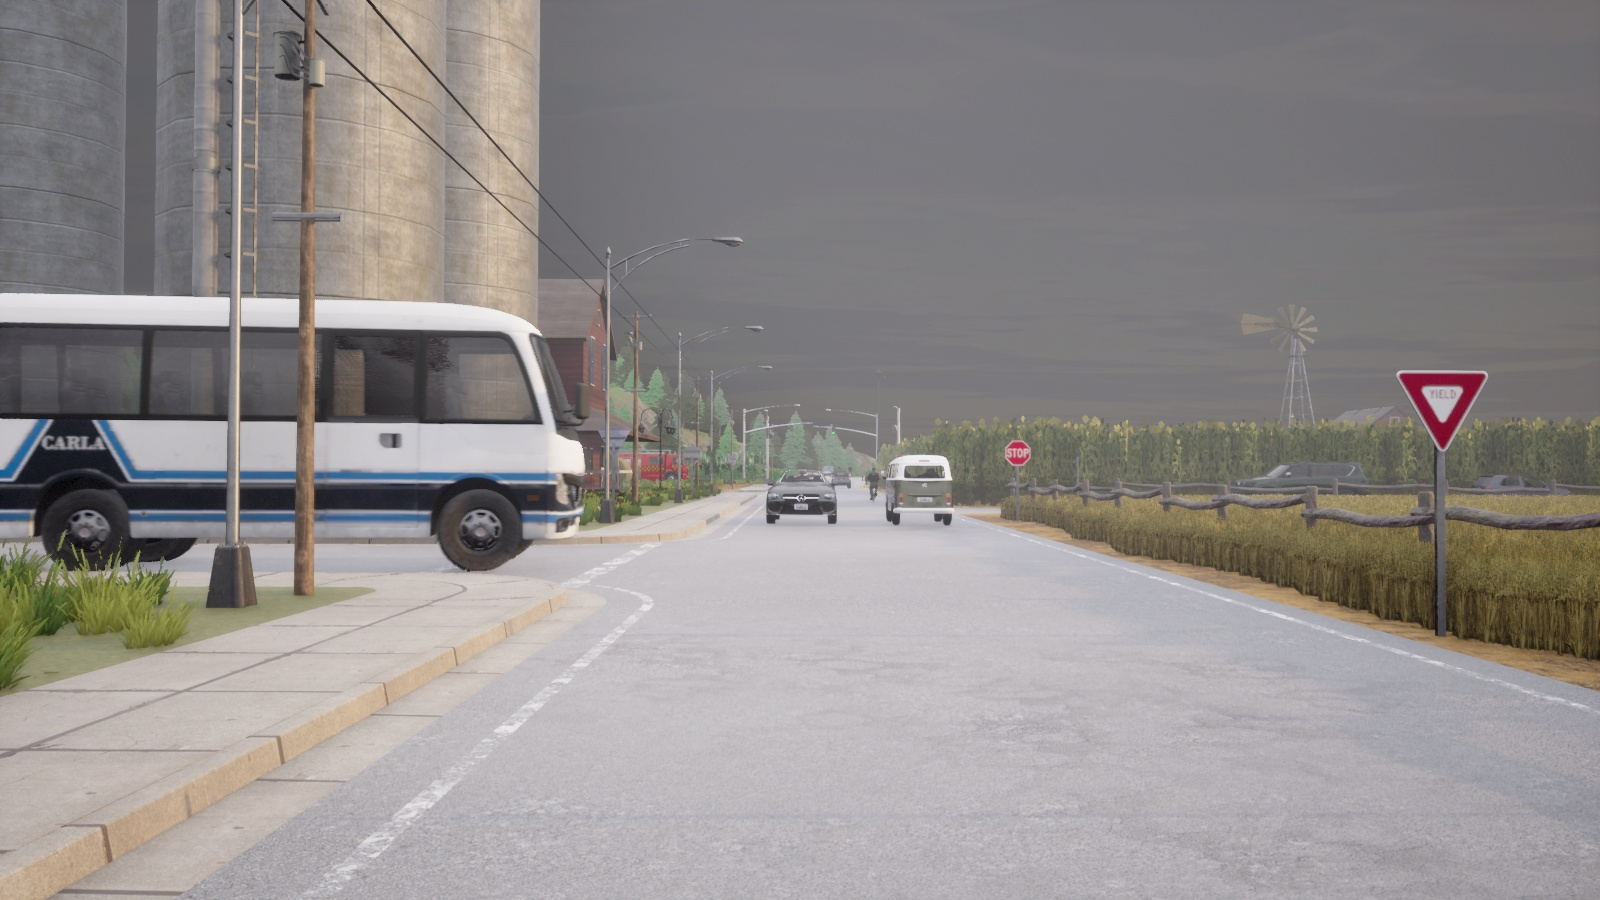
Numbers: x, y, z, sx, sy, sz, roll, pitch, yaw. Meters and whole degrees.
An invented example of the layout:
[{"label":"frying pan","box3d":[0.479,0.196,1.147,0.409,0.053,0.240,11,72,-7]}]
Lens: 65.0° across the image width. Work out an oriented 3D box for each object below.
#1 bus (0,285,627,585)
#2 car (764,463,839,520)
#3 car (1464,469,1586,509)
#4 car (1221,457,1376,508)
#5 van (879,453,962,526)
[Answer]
[{"label":"bus","box3d":[-8.002,-0.191,20.225,10.273,4.253,3.944,0,-1,-7]},{"label":"car","box3d":[0.100,1.248,39.099,2.152,1.651,5.027,0,-1,1]},{"label":"car","box3d":[28.241,1.520,48.990,3.633,1.501,1.845,0,-1,0]},{"label":"car","box3d":[20.634,1.323,52.130,5.566,2.045,2.150,0,-1,0]},{"label":"van","box3d":[3.564,1.158,37.864,2.069,2.038,4.480,0,-1,0]}]
